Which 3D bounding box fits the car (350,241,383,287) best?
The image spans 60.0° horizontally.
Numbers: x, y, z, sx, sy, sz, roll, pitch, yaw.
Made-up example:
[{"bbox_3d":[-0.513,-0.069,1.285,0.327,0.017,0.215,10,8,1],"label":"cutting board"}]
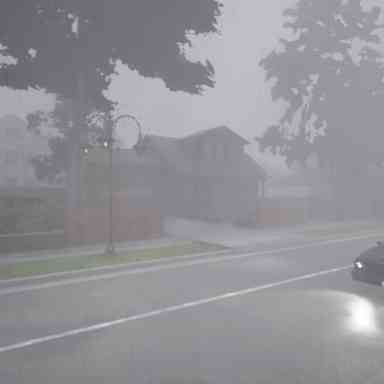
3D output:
[{"bbox_3d":[6.258,1.549,8.449,5.357,1.411,2.033,0,0,-35],"label":"car"}]
